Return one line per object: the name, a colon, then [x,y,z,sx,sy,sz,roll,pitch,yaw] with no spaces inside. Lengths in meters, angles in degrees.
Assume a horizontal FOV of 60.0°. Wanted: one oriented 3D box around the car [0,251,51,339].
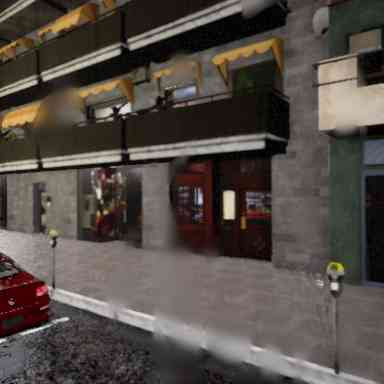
car: [-4.062,1.577,5.626,4.206,1.307,1.802,0,0,36]
